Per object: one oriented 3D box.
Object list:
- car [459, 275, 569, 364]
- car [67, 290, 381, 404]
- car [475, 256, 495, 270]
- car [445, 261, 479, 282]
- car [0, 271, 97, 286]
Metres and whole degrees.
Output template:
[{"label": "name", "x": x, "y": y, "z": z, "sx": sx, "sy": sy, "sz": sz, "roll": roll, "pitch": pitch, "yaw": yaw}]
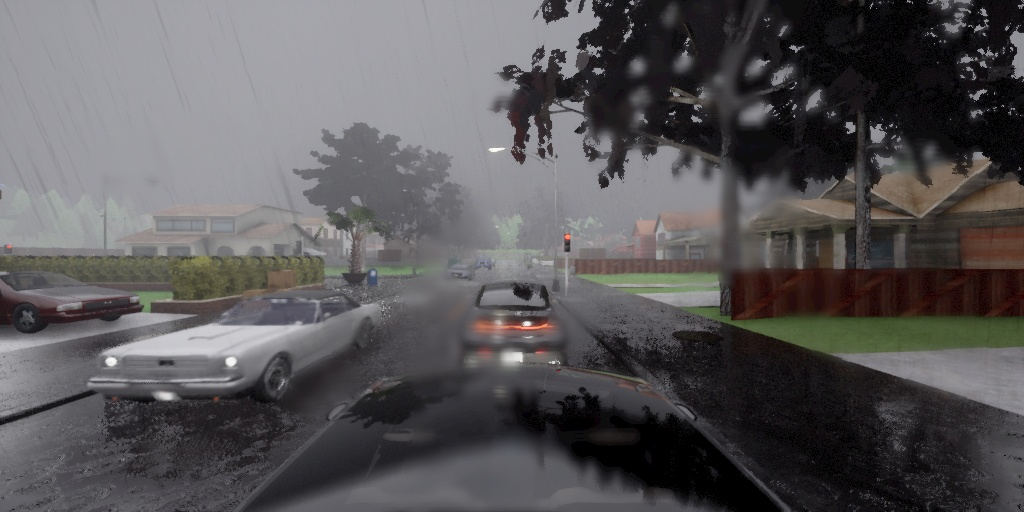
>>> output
[{"label": "car", "x": 0.043, "y": 1.255, "z": 7.686, "sx": 1.837, "sy": 1.490, "sz": 4.892, "roll": 0, "pitch": 0, "yaw": 0}, {"label": "car", "x": -4.100, "y": 1.351, "z": 6.450, "sx": 1.895, "sy": 1.301, "sz": 4.718, "roll": 0, "pitch": 0, "yaw": 0}, {"label": "car", "x": -4.096, "y": 0.971, "z": 52.287, "sx": 2.150, "sy": 2.045, "sz": 5.566, "roll": 0, "pitch": 0, "yaw": 0}, {"label": "car", "x": -4.099, "y": 1.314, "z": 28.951, "sx": 1.994, "sy": 1.385, "sz": 4.181, "roll": 0, "pitch": 0, "yaw": 0}, {"label": "car", "x": -34.225, "y": 1.241, "z": 26.760, "sx": 4.902, "sy": 1.511, "sz": 2.128, "roll": 0, "pitch": 0, "yaw": 0}]
